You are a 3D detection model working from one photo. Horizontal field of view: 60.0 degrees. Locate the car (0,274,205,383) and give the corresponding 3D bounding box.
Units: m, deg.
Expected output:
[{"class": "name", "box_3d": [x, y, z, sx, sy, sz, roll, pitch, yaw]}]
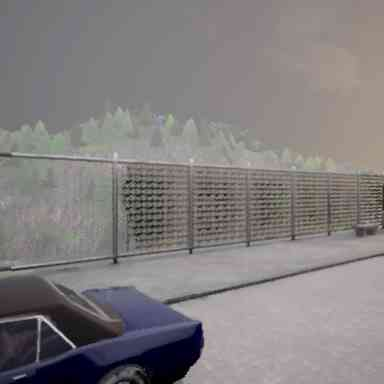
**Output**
[{"class": "car", "box_3d": [-2.269, 1.599, 2.991, 4.718, 1.301, 1.895, 0, 0, -35]}]
